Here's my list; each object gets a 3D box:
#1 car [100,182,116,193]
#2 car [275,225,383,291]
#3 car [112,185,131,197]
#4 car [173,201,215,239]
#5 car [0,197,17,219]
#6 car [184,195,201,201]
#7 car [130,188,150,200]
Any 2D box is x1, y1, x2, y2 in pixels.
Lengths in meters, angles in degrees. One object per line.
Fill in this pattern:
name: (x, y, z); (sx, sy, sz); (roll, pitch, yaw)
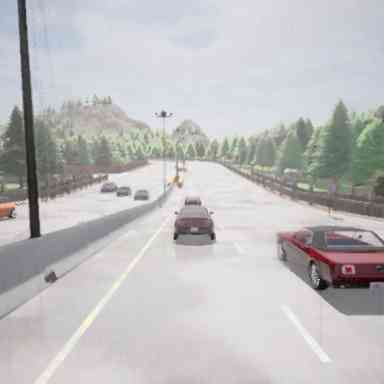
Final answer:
car: (-14.038, -0.810, 56.367); (2.097, 1.767, 4.553); (0, 7, 1)
car: (3.598, 1.508, 8.662); (1.895, 1.301, 4.718); (0, 1, 0)
car: (-10.553, -0.152, 51.865); (1.837, 1.490, 4.892); (0, 6, 1)
car: (0.097, 1.355, 15.982); (1.812, 1.442, 4.674); (0, 1, 0)
car: (-14.091, 1.109, 22.797); (2.097, 1.767, 4.553); (0, 1, 0)
car: (0.094, 0.996, 38.146); (1.895, 1.301, 4.718); (0, 3, 0)
car: (-7.060, 0.316, 47.104); (1.812, 1.442, 4.674); (0, 5, 0)
